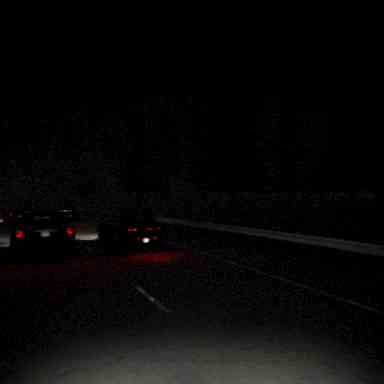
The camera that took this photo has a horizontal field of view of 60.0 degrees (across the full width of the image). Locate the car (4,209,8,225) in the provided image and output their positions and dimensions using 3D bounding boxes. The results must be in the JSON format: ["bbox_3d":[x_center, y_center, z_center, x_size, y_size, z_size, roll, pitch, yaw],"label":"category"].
[{"bbox_3d":[-14.163,1.851,27.169,1.994,1.385,4.181,-1,0,-32],"label":"car"}]

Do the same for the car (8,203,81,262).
[{"bbox_3d":[-5.946,1.478,13.148,2.097,1.767,4.553,-1,0,-28],"label":"car"}]

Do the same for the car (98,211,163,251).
[{"bbox_3d":[-2.875,1.596,14.830,1.837,1.490,4.892,-1,0,-28],"label":"car"}]

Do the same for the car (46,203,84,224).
[{"bbox_3d":[-11.039,1.741,28.773,2.128,1.511,4.902,-1,0,-32],"label":"car"}]
